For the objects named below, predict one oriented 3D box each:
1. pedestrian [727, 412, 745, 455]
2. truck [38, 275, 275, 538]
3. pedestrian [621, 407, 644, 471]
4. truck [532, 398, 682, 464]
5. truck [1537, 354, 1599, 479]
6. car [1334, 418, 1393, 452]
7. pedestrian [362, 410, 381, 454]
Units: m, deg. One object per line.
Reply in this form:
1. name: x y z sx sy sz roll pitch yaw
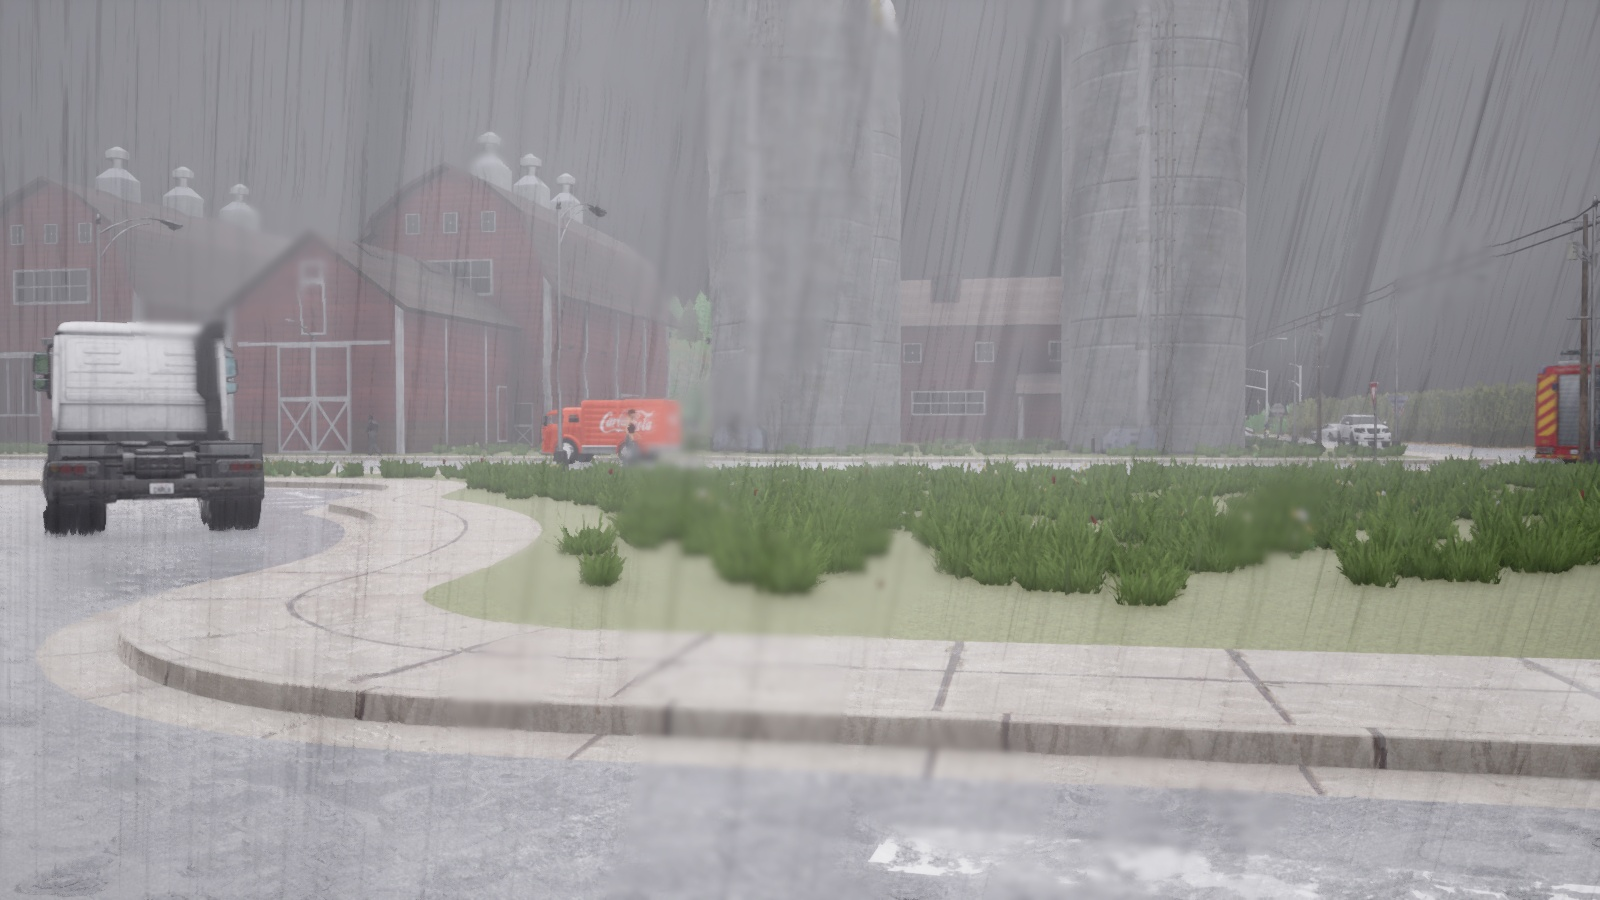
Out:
1. pedestrian: -2.742 -0.693 53.765 0.703 1.840 0.431 0 1 4
2. truck: -10.767 -0.656 20.670 2.891 3.462 7.936 0 1 -30
3. pedestrian: -4.845 -0.325 36.395 0.594 1.836 0.345 0 1 9
4. truck: -7.470 -0.750 48.889 5.204 2.467 2.627 1 1 10
5. truck: 28.303 -1.059 40.617 8.468 3.827 2.891 0 2 -20
6. car: 35.505 -0.966 79.236 2.150 2.045 5.566 1 1 11
7. pedestrian: -18.650 -0.792 54.664 0.666 1.930 0.402 1 1 16
